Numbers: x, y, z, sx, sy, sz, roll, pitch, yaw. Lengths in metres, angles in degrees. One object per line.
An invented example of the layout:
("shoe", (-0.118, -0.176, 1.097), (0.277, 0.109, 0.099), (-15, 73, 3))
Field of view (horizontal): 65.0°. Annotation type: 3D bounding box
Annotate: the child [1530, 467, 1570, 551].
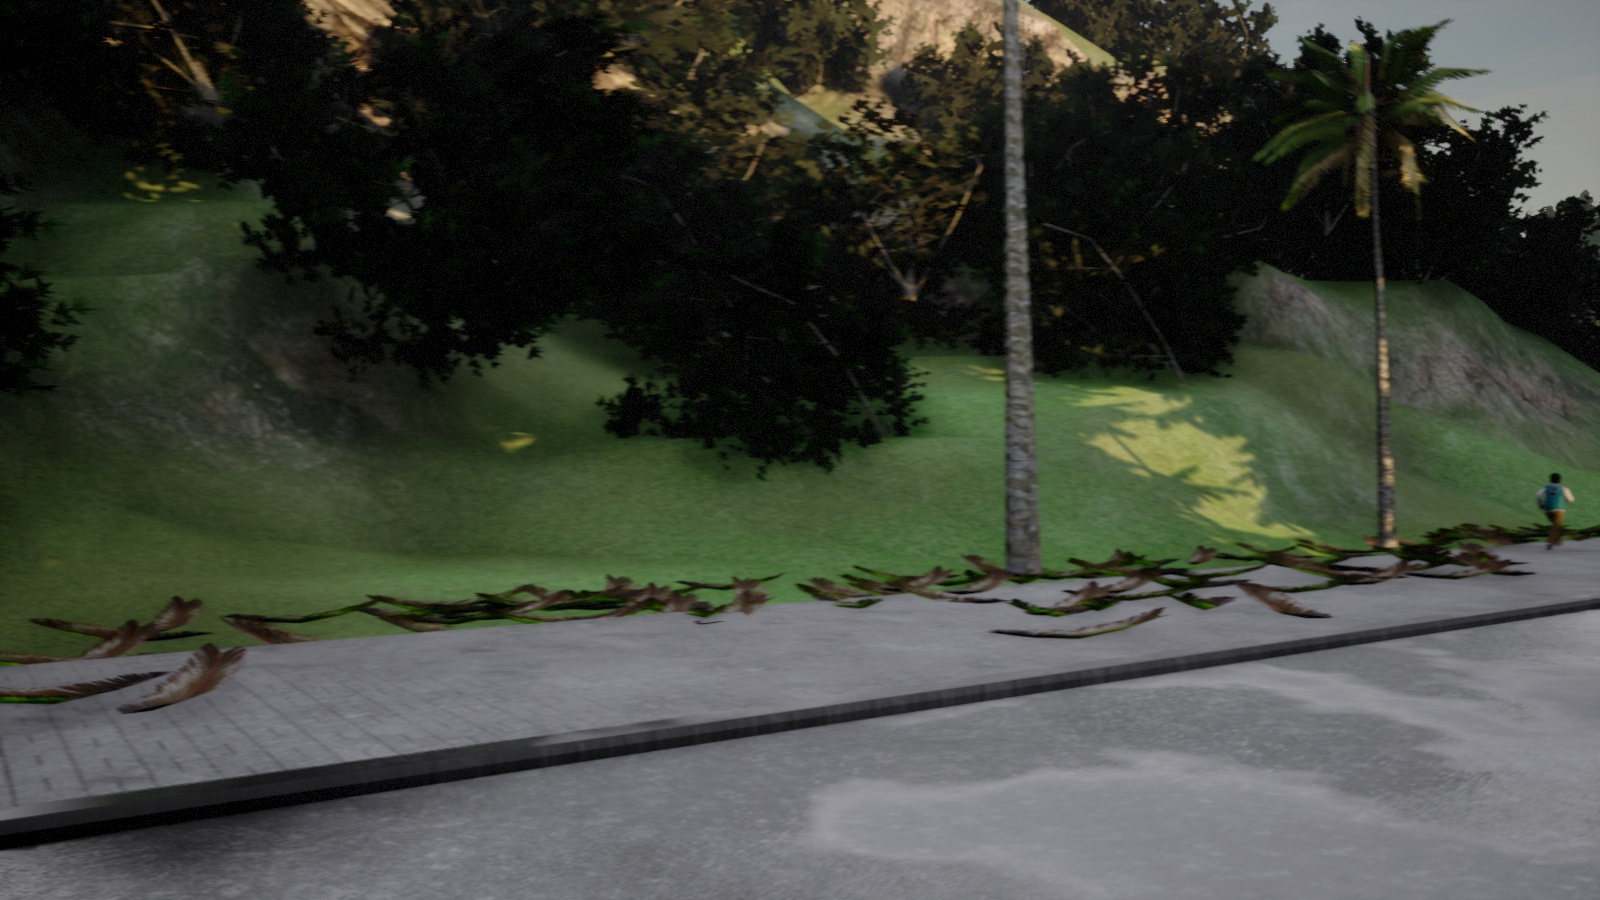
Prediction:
("child", (10.858, 0.842, 18.184), (0.448, 1.192, 0.343), (0, 0, -34))
